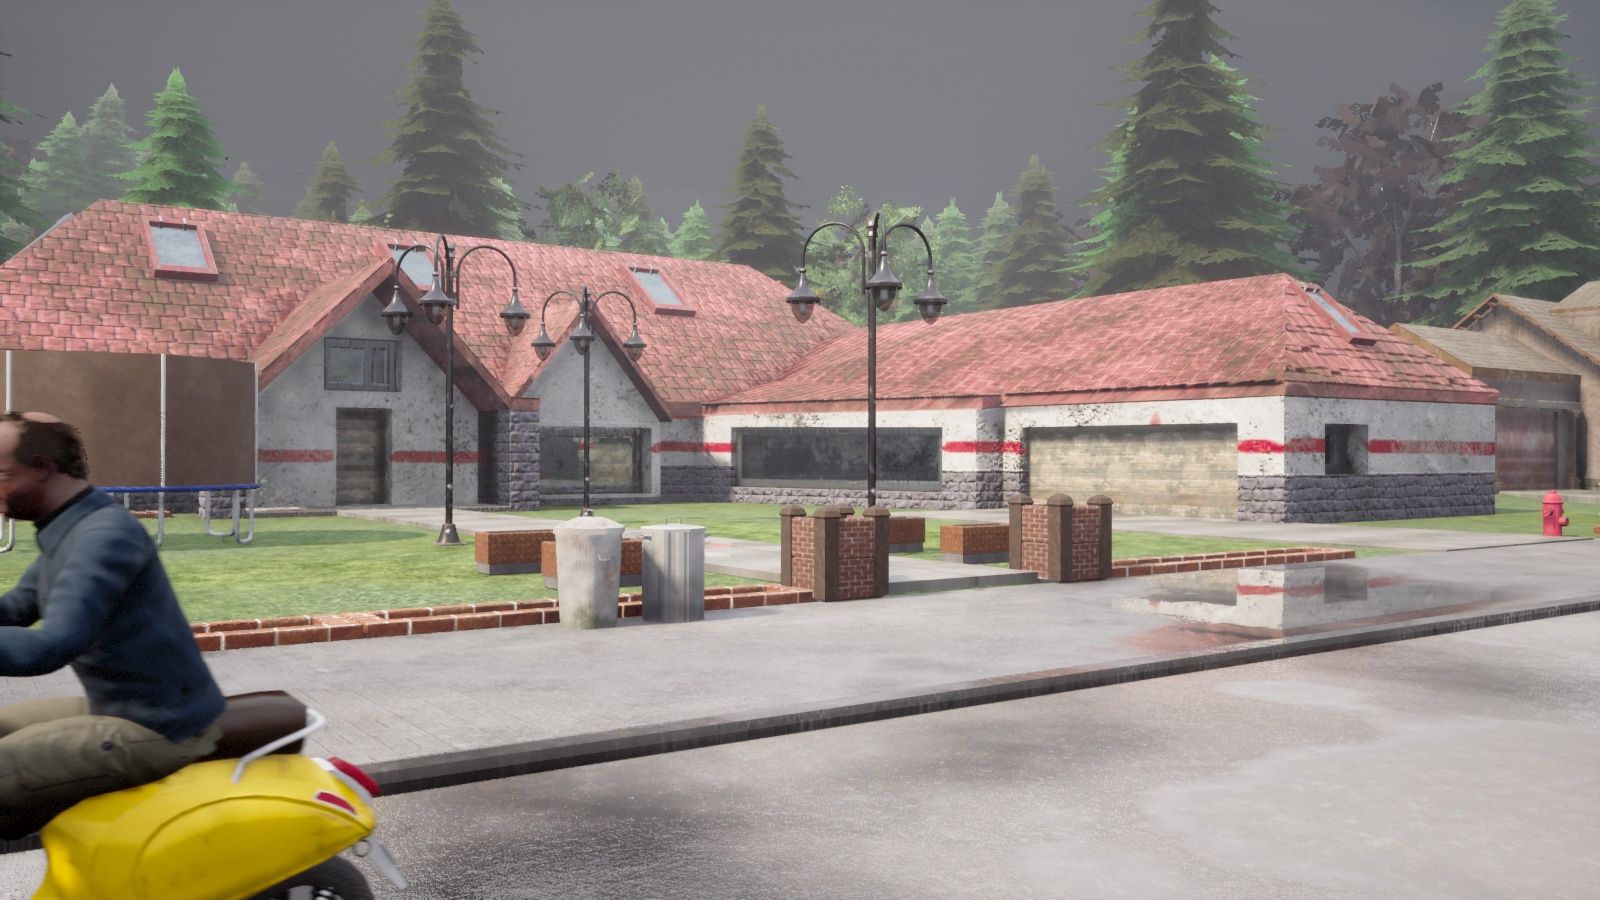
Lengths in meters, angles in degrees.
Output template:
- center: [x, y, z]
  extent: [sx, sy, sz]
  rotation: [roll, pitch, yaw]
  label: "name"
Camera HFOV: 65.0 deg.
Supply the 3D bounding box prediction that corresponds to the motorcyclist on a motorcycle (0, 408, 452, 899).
- center: [-1.864, 0.710, 2.970]
  extent: [1.817, 1.590, 0.866]
  rotation: [0, 0, -35]
  label: "motorcyclist on a motorcycle"
